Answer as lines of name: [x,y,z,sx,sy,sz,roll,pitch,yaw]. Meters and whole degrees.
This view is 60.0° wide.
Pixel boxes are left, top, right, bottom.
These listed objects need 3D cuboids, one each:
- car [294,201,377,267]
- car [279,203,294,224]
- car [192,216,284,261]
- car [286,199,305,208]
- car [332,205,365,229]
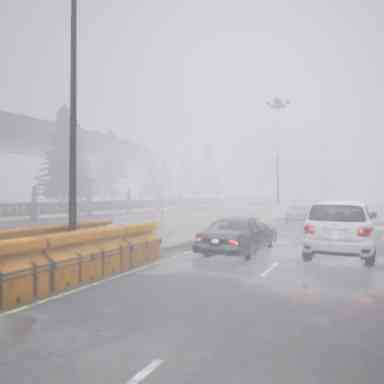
car: [5.444,1.324,12.224,2.150,2.045,5.566,0,0,27]
car: [8.595,1.755,26.281,2.033,1.411,5.357,0,0,27]
car: [1.866,1.643,12.920,2.033,1.411,5.357,0,0,27]
car: [18.330,2.023,58.796,1.994,1.385,4.181,0,0,35]
car: [11.721,1.754,24.706,2.033,1.411,5.357,0,0,27]
